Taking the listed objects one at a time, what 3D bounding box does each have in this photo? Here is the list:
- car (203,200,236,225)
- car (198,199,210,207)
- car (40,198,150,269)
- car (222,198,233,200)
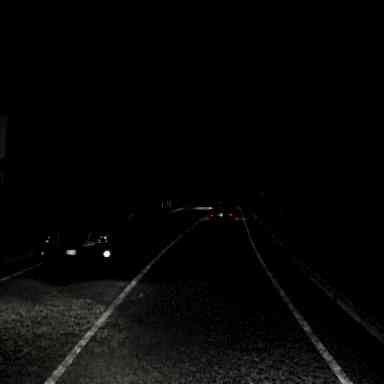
[{"bbox_3d":[2.244,1.577,24.591,2.033,1.411,5.357,-1,0,7],"label":"car"},{"bbox_3d":[2.040,1.716,52.638,1.895,1.301,4.718,0,0,6],"label":"car"},{"bbox_3d":[-2.980,1.255,11.616,2.150,2.045,5.566,0,0,5],"label":"car"},{"bbox_3d":[4.560,1.555,42.609,2.128,1.511,4.902,-1,0,7],"label":"car"}]
